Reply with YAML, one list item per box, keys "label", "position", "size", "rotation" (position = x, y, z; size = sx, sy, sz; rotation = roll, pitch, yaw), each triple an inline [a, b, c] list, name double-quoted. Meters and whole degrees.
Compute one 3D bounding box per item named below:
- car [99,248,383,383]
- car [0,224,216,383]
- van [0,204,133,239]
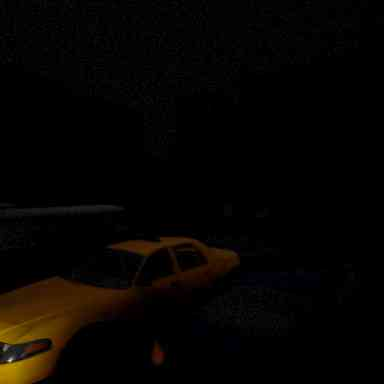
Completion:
- label: "car"
  position: [1.371, 1.532, 4.289]
  size: [2.002, 1.452, 4.674]
  rotation: [-1, 0, 36]
- label: "car"
  position: [-0.979, 1.517, 5.743]
  size: [1.946, 1.575, 5.366]
  rotation: [-1, 0, 36]
- label: "van"
  position: [-3.051, 1.321, 7.593]
  size: [1.878, 1.987, 4.442]
  rotation: [-1, 0, 36]
